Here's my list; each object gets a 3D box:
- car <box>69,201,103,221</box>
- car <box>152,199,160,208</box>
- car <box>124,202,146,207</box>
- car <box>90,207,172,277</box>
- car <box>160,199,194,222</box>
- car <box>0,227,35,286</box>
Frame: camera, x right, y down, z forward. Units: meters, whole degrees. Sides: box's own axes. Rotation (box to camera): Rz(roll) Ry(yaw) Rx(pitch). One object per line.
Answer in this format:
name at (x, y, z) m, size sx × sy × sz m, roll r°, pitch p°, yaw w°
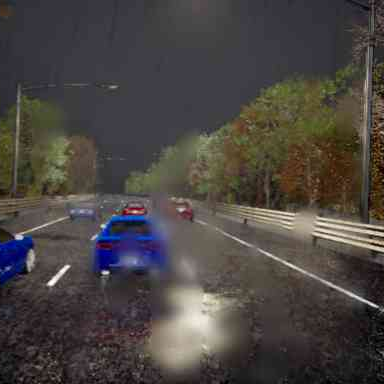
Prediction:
car at (-7.925, 1.388, 25.206) m, size 2.033 × 1.411 × 5.357 m, roll 2°, pitch 0°, yaw -9°
car at (-4.212, 1.611, 44.444) m, size 1.812 × 1.442 × 4.674 m, roll 2°, pitch -1°, yaw -10°
car at (-4.788, 1.520, 27.937) m, size 1.994 × 1.385 × 4.181 m, roll 2°, pitch 0°, yaw -10°
car at (-1.805, 1.458, 10.184) m, size 1.882 × 1.535 × 5.008 m, roll 2°, pitch 0°, yaw -9°
car at (-1.203, 1.438, 27.672) m, size 2.097 × 1.767 × 4.553 m, roll 2°, pitch 0°, yaw -10°
car at (-4.812, 1.331, 6.855) m, size 1.882 × 1.535 × 5.008 m, roll 2°, pitch 0°, yaw -9°
